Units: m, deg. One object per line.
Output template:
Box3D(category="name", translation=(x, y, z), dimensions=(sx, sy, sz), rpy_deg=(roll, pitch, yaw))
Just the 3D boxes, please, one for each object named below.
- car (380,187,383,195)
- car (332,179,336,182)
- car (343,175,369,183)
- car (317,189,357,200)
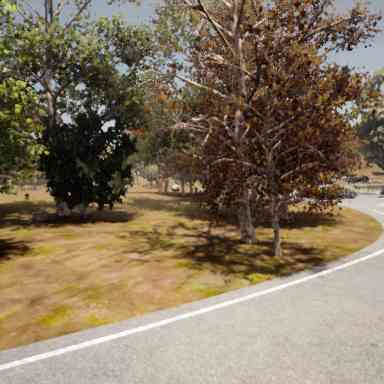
Box3D(category="car", translation=(21.425, -0.230, 32.400), dimensions=(5.357, 1.411, 2.033), rpy_deg=(-2, 4, 39))
Box3D(category="car", translation=(26.718, -2.230, 67.022), dimensions=(4.718, 1.301, 1.895), rpy_deg=(-5, 3, -20))
Box3D(category="car", translation=(31.787, -2.478, 64.655), dimensions=(4.902, 1.511, 2.128), rpy_deg=(-3, 3, -6))
Box3D(category="car", translation=(15.096, 0.071, 35.072), dimensions=(1.994, 1.385, 4.181), rpy_deg=(-5, 3, -31))
